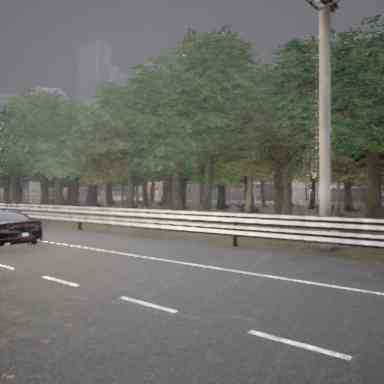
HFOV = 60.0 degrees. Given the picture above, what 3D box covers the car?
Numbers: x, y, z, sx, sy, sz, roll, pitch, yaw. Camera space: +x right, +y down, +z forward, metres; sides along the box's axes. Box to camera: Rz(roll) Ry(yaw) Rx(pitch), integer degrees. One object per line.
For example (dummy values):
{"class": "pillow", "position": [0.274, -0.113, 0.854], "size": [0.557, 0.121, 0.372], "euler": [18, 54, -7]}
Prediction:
{"class": "car", "position": [-8.383, 1.495, 14.152], "size": [5.008, 1.535, 1.882], "euler": [0, 0, 36]}
